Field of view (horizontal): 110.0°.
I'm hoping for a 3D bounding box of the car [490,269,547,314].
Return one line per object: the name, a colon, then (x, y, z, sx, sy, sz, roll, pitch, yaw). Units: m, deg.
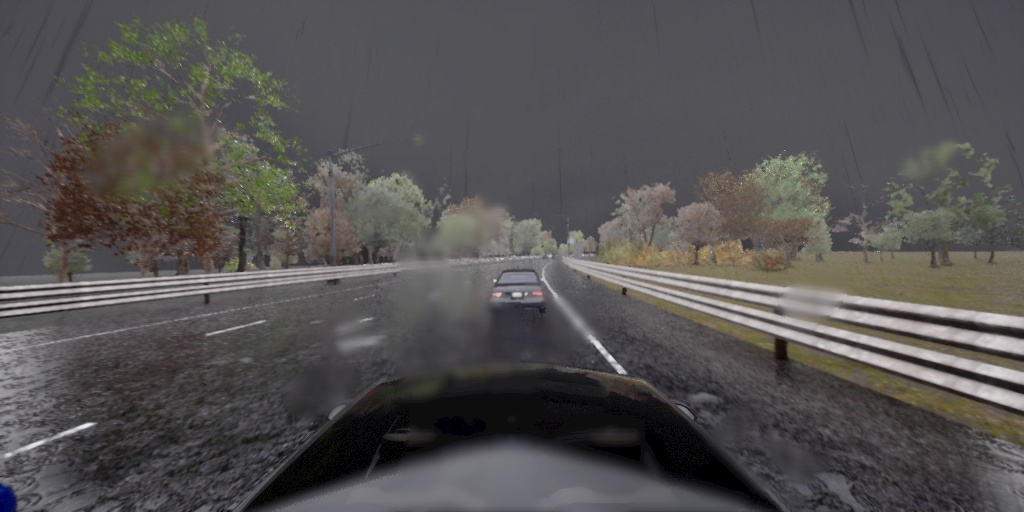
car: (0.263, 1.175, 13.065, 2.033, 1.411, 5.357, -2, 0, 2)
